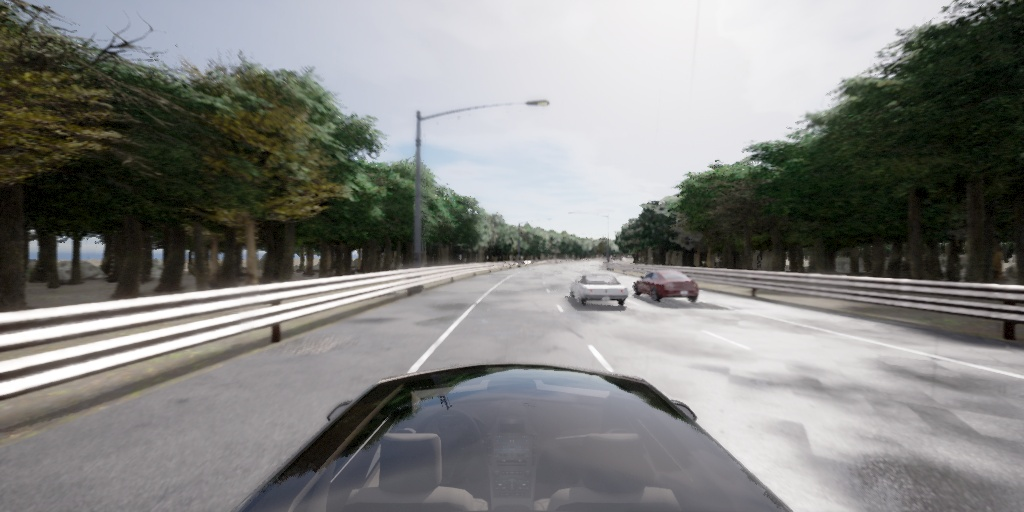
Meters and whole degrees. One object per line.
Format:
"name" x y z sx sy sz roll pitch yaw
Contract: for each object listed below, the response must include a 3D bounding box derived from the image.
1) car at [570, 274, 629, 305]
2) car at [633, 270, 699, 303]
"car" 3.861 1.457 16.674 1.895 1.301 4.718 0 0 2
"car" 7.421 1.409 17.575 1.812 1.442 4.674 0 0 2
